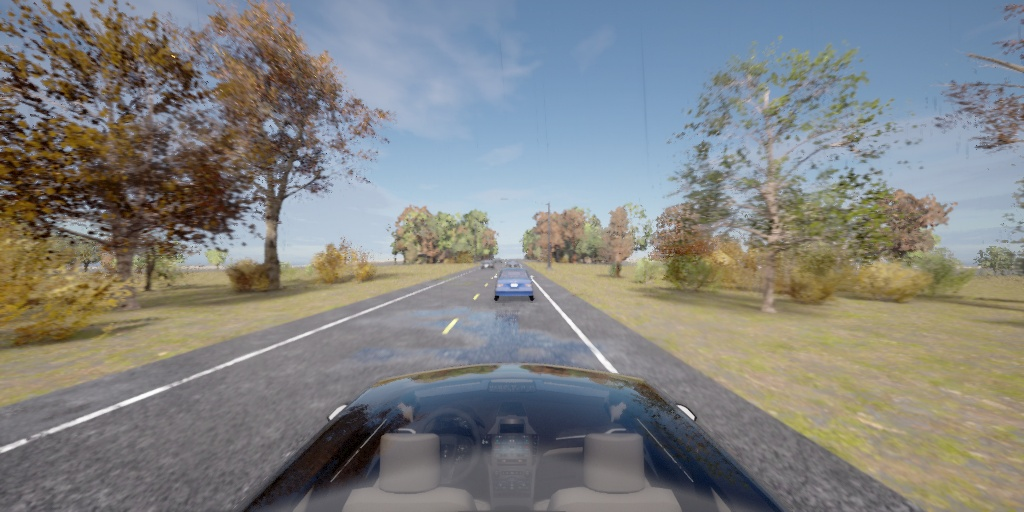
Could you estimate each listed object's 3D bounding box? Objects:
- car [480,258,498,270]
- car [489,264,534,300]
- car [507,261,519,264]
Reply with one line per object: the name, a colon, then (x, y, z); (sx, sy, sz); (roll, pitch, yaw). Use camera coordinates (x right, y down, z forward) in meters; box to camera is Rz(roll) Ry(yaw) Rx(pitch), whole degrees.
car: (-3.556, 1.246, 52.599); (2.128, 1.511, 4.902); (0, 0, 0)
car: (0.097, 1.298, 17.802); (2.033, 1.411, 5.357); (0, 0, 0)
car: (0.097, 1.300, 46.925); (2.033, 1.411, 5.357); (0, 0, 0)
